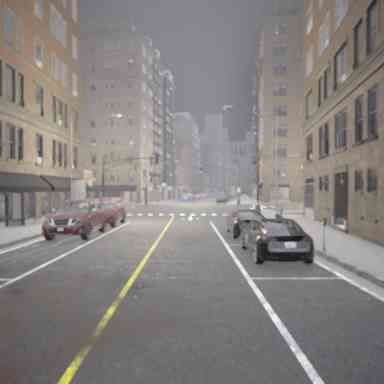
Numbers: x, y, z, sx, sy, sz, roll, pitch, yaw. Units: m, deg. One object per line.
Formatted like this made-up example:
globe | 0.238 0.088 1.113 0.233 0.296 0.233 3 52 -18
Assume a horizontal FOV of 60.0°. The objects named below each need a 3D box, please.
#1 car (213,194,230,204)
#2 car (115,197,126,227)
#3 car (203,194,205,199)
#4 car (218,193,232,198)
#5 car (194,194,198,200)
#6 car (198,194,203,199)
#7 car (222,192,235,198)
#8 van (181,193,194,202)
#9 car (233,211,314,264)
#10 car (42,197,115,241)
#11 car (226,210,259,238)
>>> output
car | 5.450 1.453 61.422 1.947 1.339 4.313 0 0 9
car | -5.785 1.306 22.532 2.192 1.841 5.009 -1 0 0
car | 1.962 1.376 95.307 1.802 1.307 4.206 -1 0 9
car | 7.097 1.415 72.292 1.947 1.339 4.313 0 0 9
car | -0.510 1.276 79.003 1.967 1.590 4.097 0 0 9
car | 1.112 1.332 89.704 1.752 1.417 4.829 -1 0 9
car | 10.388 1.105 94.030 2.192 1.841 5.009 -1 0 9
van | -1.334 1.194 73.568 1.690 1.788 3.998 0 0 9
car | 2.798 1.550 11.567 1.947 1.339 4.313 -1 0 0
car | -5.758 1.312 17.024 2.192 1.841 5.009 -1 0 0
car | 2.770 1.544 17.074 1.947 1.339 4.313 -1 0 0
